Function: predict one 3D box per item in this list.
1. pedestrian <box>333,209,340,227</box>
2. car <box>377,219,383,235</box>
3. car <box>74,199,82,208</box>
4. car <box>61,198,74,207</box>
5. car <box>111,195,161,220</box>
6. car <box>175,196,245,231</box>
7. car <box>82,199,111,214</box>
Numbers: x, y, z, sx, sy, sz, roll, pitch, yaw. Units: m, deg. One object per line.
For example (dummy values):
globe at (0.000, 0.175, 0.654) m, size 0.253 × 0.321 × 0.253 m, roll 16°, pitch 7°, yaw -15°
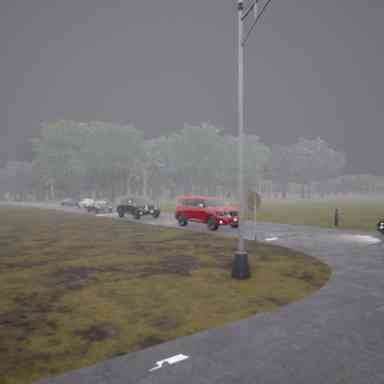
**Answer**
pedestrian at (9.136, 1.641, 20.997) m, size 0.500 × 1.100 × 0.500 m, roll -2°, pitch 1°, yaw -36°
car at (11.129, 1.543, 15.658) m, size 4.181 × 1.385 × 1.994 m, roll 0°, pitch 1°, yaw 13°
car at (-15.992, 1.726, 50.913) m, size 1.812 × 1.442 × 4.674 m, roll -2°, pitch 0°, yaw -36°
car at (-21.837, 1.803, 59.079) m, size 2.128 × 1.511 × 4.902 m, roll -2°, pitch 0°, yaw -36°
car at (-5.037, 1.329, 30.528) m, size 2.150 × 2.045 × 5.566 m, roll -2°, pitch 1°, yaw -36°
car at (0.986, 1.303, 22.094) m, size 2.150 × 2.045 × 5.566 m, roll -2°, pitch 1°, yaw -35°
car at (-10.823, 1.688, 38.626) m, size 1.812 × 1.442 × 4.674 m, roll -2°, pitch 1°, yaw -35°
